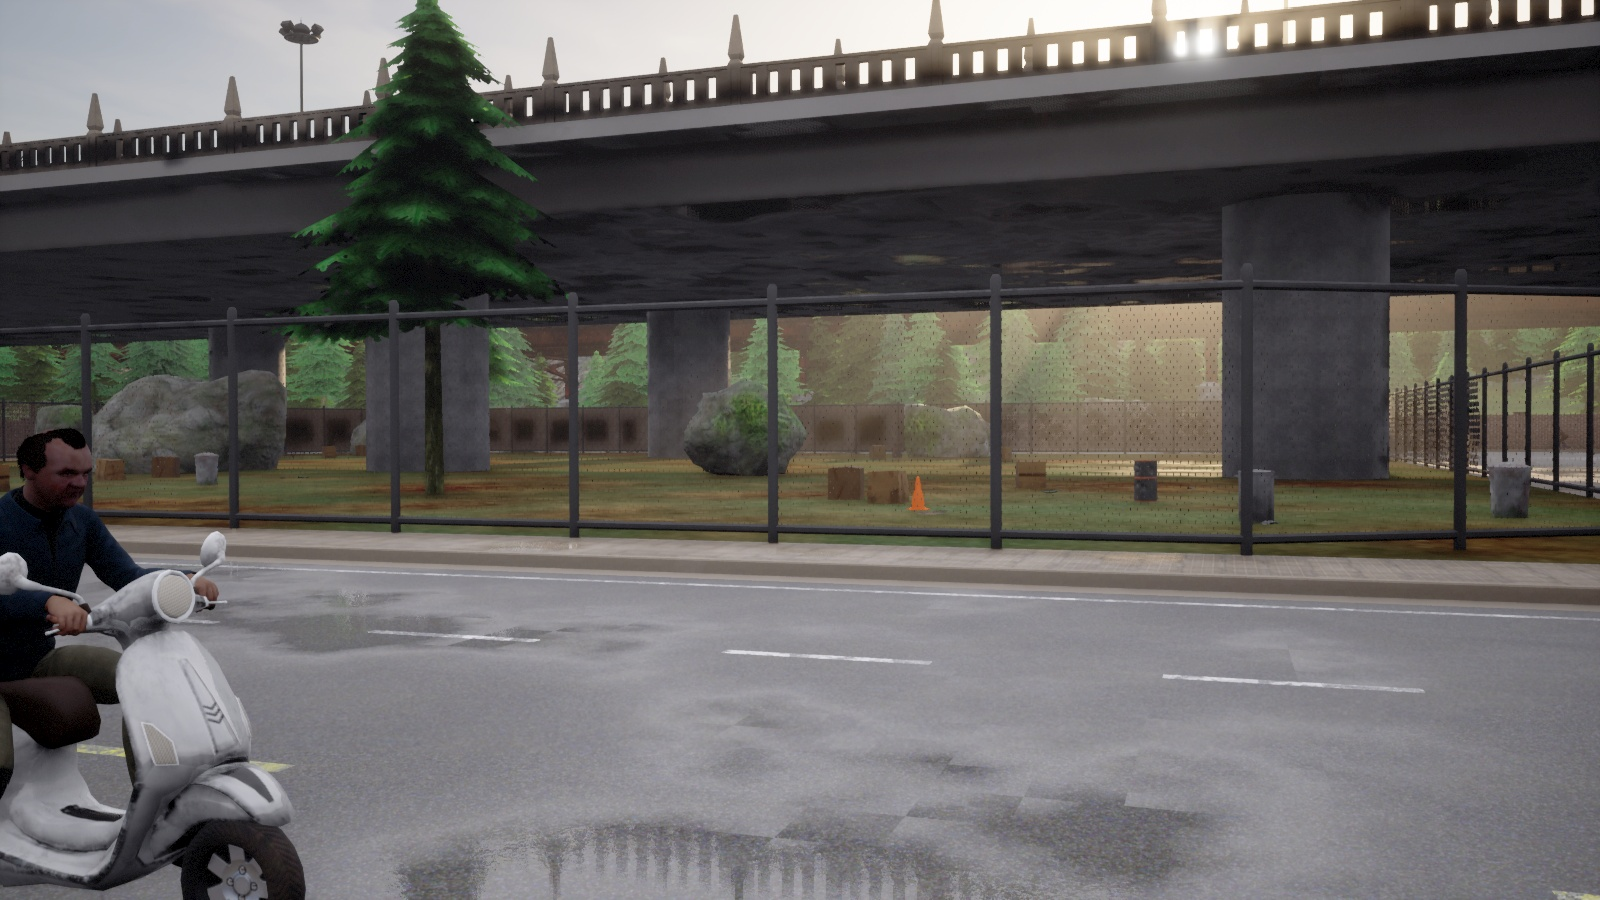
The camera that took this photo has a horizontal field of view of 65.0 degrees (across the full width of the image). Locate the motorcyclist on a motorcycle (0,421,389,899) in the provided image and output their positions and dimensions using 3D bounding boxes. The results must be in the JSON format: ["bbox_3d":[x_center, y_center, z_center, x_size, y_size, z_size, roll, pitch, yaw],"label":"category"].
[{"bbox_3d":[-2.341,0.707,3.980,1.817,1.590,0.866,1,1,19],"label":"motorcyclist on a motorcycle"}]
